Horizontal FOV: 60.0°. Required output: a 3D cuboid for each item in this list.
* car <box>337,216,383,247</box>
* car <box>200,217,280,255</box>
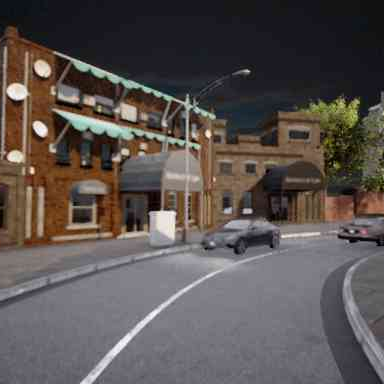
[{"bbox_3d":[10.079,2.002,17.596,5.357,1.411,2.033,0,-2,-29],"label":"car"},{"bbox_3d":[2.352,1.886,15.087,1.812,1.442,4.674,-2,-3,42],"label":"car"}]
